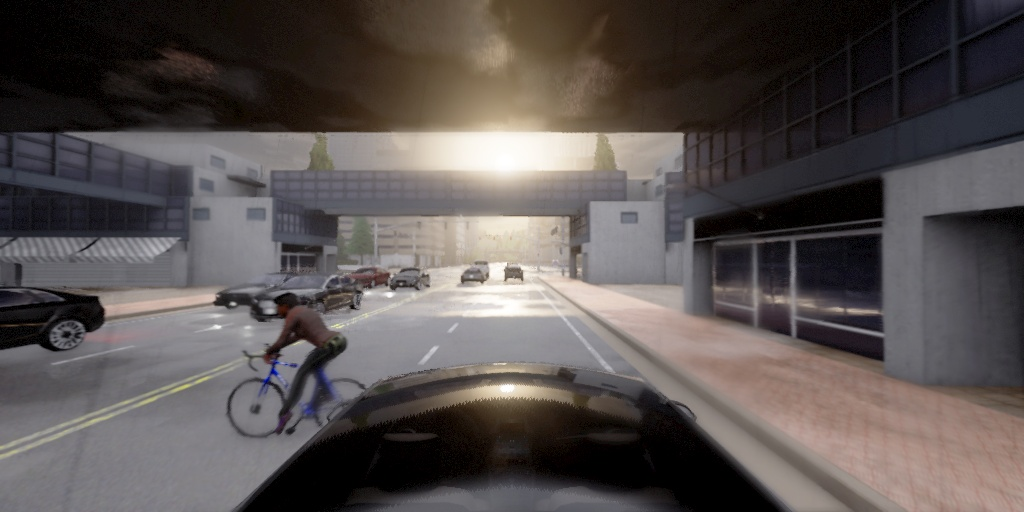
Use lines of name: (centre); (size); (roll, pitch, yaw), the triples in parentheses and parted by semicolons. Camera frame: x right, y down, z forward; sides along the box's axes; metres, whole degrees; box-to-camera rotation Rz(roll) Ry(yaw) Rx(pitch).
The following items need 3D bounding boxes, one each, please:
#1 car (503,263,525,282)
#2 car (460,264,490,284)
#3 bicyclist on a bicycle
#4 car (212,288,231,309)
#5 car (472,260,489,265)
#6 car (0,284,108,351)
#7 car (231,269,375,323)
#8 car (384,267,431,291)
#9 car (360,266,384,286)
car: (0.187, 1.673, 34.825); (1.837, 1.490, 4.892); (0, -1, 0)
car: (-3.337, 1.692, 31.683); (1.994, 1.385, 4.181); (0, -1, 1)
bicyclist on a bicycle: (-2.348, 1.231, 3.983); (1.656, 1.620, 0.582); (0, -1, 0)
car: (-10.552, 1.480, 16.261); (2.033, 1.411, 5.357); (0, -1, 0)
car: (-3.974, 1.505, 43.934); (2.150, 2.045, 5.566); (0, -1, -10)
car: (-10.588, 1.300, 6.441); (2.128, 1.511, 4.902); (0, -1, 0)
car: (-7.063, 1.383, 12.936); (2.128, 1.511, 4.902); (0, -1, 0)
car: (-6.994, 1.549, 25.092); (1.837, 1.490, 4.892); (0, -1, 0)
car: (-10.481, 1.538, 26.411); (1.882, 1.535, 5.008); (0, -1, 0)
